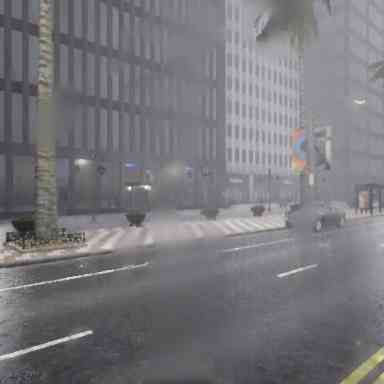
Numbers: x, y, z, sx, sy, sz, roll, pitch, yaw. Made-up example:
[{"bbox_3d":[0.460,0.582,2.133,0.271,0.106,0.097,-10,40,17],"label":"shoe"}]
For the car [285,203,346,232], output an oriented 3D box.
[{"bbox_3d":[7.461,1.448,19.894,4.892,1.521,2.231,0,0,-42],"label":"car"}]
